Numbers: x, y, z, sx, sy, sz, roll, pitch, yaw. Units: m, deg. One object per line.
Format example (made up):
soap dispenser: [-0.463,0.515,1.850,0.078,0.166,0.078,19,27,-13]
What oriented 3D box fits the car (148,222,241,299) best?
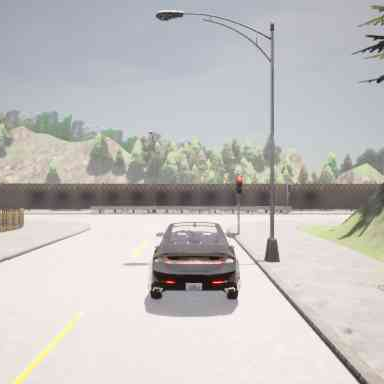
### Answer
car: [0.069,1.491,8.417,2.128,1.511,4.902,0,0,1]
